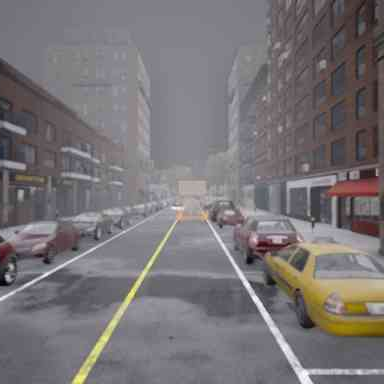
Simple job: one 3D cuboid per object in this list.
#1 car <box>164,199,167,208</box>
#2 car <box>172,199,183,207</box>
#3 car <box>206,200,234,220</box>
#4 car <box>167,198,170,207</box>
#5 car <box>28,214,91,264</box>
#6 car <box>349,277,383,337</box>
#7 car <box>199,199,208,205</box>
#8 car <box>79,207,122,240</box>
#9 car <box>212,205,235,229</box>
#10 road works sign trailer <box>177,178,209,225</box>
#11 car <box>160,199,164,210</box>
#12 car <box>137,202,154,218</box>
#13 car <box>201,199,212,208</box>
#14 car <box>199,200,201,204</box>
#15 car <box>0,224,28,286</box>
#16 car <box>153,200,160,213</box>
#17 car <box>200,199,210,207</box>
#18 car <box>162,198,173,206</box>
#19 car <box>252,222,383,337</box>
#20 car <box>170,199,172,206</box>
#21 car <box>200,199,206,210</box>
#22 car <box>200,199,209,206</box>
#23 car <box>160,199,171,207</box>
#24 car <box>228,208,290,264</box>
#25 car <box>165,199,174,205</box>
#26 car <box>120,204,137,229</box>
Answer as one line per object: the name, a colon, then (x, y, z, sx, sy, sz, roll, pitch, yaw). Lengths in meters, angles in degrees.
car: (-5.376, 2.045, 50.867, 1.947, 1.339, 4.313, 0, -1, 0)
car: (-2.762, 2.111, 64.593, 2.128, 1.511, 4.902, 0, -1, 1)
car: (2.645, 1.587, 28.799, 2.192, 1.841, 5.009, 0, -1, 0)
car: (-5.375, 2.083, 56.385, 2.008, 1.369, 4.403, 0, -1, 0)
car: (-5.384, 1.698, 12.236, 1.802, 1.307, 4.206, 0, -1, 0)
car: (2.639, 1.564, 1.206, 2.008, 1.369, 4.403, 0, -1, 0)
car: (2.654, 2.322, 78.459, 1.947, 1.339, 4.313, 0, -1, 0)
car: (-5.383, 1.719, 17.755, 2.008, 1.369, 4.403, 0, -1, 0)
car: (2.643, 1.802, 23.279, 1.802, 1.307, 4.206, 0, -1, 0)
road works sign trailer: (0.006, 0.711, 26.175, 2.380, 3.560, 2.880, 0, -1, 0)
car: (-5.377, 1.971, 45.349, 1.887, 1.381, 4.507, 0, -1, 0)
car: (-5.379, 1.905, 34.311, 1.802, 1.307, 4.206, 0, -1, 0)
car: (2.651, 2.115, 62.075, 1.752, 1.417, 4.829, 0, -1, 0)
car: (2.650, 2.115, 56.386, 1.802, 1.307, 4.206, 0, -1, 0)
car: (-5.385, 1.504, 6.718, 1.967, 1.590, 4.097, 0, -1, 0)
car: (-5.378, 1.926, 39.830, 2.008, 1.369, 4.403, 0, -1, 0)
car: (2.652, 2.188, 67.423, 1.887, 1.381, 4.507, 0, -1, 0)
car: (-5.372, 2.139, 72.942, 1.967, 1.590, 4.097, 0, -1, 0)
car: (2.640, 1.592, 6.895, 1.752, 1.417, 4.829, 0, -1, 0)
car: (-5.374, 2.027, 61.904, 1.967, 1.590, 4.097, 0, -1, 0)
car: (2.649, 2.061, 50.869, 1.802, 1.307, 4.206, 0, -1, 0)
car: (2.653, 2.281, 72.940, 1.802, 1.307, 4.206, 0, -1, 0)
car: (-5.373, 2.167, 67.252, 1.752, 1.417, 4.829, 0, -1, 0)
car: (2.641, 1.557, 12.243, 1.967, 1.590, 4.097, 0, -1, 0)
car: (-5.371, 2.337, 78.459, 1.802, 1.307, 4.206, 0, -1, 0)
car: (-5.382, 1.770, 23.273, 2.008, 1.369, 4.403, 0, -1, 0)
